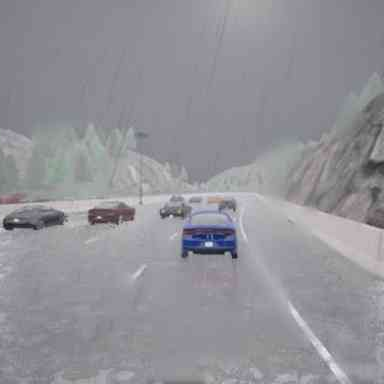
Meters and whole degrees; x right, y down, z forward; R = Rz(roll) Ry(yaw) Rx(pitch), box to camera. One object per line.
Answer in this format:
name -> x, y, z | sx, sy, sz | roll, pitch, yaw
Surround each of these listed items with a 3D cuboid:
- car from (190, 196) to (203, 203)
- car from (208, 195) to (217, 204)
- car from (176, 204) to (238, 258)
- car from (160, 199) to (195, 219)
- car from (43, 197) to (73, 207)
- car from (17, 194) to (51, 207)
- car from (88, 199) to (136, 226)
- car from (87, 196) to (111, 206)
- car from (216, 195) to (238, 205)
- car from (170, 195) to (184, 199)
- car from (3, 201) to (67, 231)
car -> 0.770, 1.348, 60.628 | 1.994, 1.385, 4.181 | 0, 0, 9
car -> 3.852, 1.275, 57.829 | 1.882, 1.535, 5.008 | 0, -1, 9
car -> 0.698, 1.433, 12.683 | 1.882, 1.535, 5.008 | 0, 0, 4
car -> -1.205, 1.503, 27.255 | 1.895, 1.301, 4.718 | 0, 0, 9
car -> -19.250, 1.381, 47.960 | 1.994, 1.385, 4.181 | 0, 0, 10
car -> -22.763, 1.166, 48.157 | 2.097, 1.767, 4.553 | 0, 0, 10
car -> -5.296, 1.393, 22.674 | 1.882, 1.535, 5.008 | 0, 0, 8
car -> -14.797, 1.402, 53.249 | 1.895, 1.301, 4.718 | 0, 0, 10
car -> 4.145, 1.373, 38.278 | 1.837, 1.490, 4.892 | 0, 1, 9
car -> -2.702, 1.271, 61.081 | 2.128, 1.511, 4.902 | 0, 0, 9
car -> -9.209, 1.487, 19.928 | 1.994, 1.385, 4.181 | 0, 0, 6
